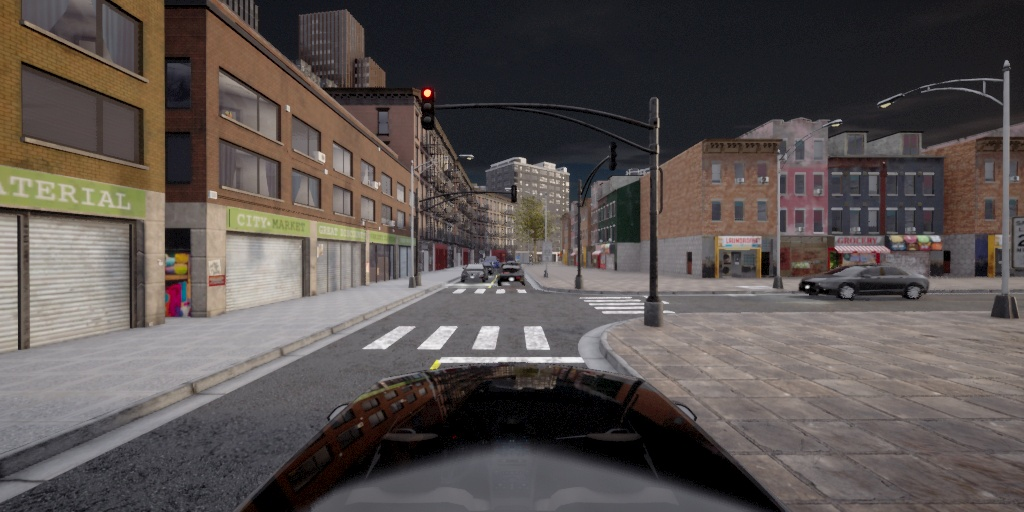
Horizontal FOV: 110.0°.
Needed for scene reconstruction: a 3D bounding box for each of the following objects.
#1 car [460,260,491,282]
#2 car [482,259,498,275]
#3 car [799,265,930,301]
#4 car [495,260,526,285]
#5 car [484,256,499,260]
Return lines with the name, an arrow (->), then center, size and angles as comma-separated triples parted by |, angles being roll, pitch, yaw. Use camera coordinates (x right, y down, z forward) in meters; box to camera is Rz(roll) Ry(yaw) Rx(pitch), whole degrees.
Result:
car -> -2.908, 1.282, 28.673 | 1.812, 1.442, 4.674 | 0, 0, 0
car -> -2.943, 1.312, 39.106 | 2.033, 1.411, 5.357 | 0, 0, 0
car -> 15.801, 1.161, 16.235 | 4.892, 1.490, 1.837 | 0, 0, 0
car -> -0.056, 1.260, 25.872 | 1.837, 1.490, 4.892 | -1, 0, -1
car -> -2.948, 0.998, 49.726 | 2.150, 2.045, 5.566 | 0, 0, 1
